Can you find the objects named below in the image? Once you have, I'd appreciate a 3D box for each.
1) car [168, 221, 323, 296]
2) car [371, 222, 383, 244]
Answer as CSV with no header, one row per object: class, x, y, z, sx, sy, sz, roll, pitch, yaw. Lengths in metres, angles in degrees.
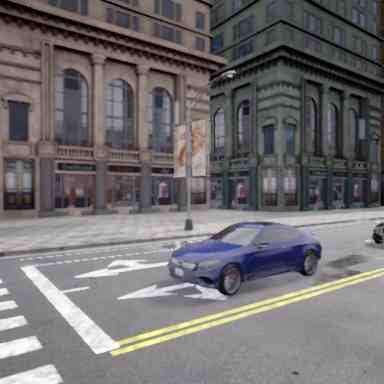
car,1.595,1.528,8.798,4.674,1.442,1.812,0,0,-36
car,9.738,1.569,14.613,4.181,1.385,1.994,0,0,-36
